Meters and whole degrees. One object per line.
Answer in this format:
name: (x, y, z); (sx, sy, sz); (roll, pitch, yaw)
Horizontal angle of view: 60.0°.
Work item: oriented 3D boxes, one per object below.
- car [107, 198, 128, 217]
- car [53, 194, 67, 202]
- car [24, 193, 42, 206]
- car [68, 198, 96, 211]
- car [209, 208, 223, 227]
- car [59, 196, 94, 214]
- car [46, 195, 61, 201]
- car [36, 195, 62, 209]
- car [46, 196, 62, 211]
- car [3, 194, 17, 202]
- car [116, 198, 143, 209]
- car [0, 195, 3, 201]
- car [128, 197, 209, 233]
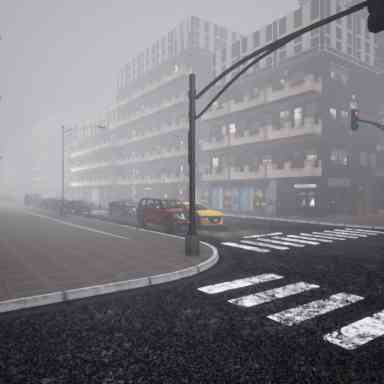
car: (-6.116, 1.406, 30.372); (2.128, 1.511, 4.902); (0, 0, -36)
car: (-27.989, 1.269, 70.471); (1.967, 1.590, 4.097); (0, 0, -36)
car: (-24.813, 1.162, 51.791); (2.192, 1.841, 5.009); (0, 0, -36)
car: (-13.520, 1.482, 40.635); (1.895, 1.301, 4.718); (0, 0, -36)
car: (-0.024, 1.423, 21.957); (1.882, 1.535, 5.008); (0, 0, -36)
car: (-11.528, 1.444, 33.436); (1.887, 1.381, 4.507); (0, 0, -36)
car: (-31.309, 1.379, 75.058); (2.008, 1.369, 4.403); (0, 0, -36)
car: (-18.171, 1.436, 42.615); (1.947, 1.339, 4.313); (0, 0, -36)
car: (-14.850, 1.451, 38.025); (1.947, 1.339, 4.313); (0, 0, -36)
car: (-38.099, 1.412, 70.146); (1.802, 1.307, 4.206); (0, 0, -36)
car: (-8.061, 1.465, 42.940); (1.802, 1.307, 4.206); (0, 0, -36)
car: (-41.421, 1.269, 74.733); (1.967, 1.590, 4.097); (0, 0, -36)
car: (-1.563, 1.264, 19.670); (2.192, 1.841, 5.009); (0, 0, -36)
